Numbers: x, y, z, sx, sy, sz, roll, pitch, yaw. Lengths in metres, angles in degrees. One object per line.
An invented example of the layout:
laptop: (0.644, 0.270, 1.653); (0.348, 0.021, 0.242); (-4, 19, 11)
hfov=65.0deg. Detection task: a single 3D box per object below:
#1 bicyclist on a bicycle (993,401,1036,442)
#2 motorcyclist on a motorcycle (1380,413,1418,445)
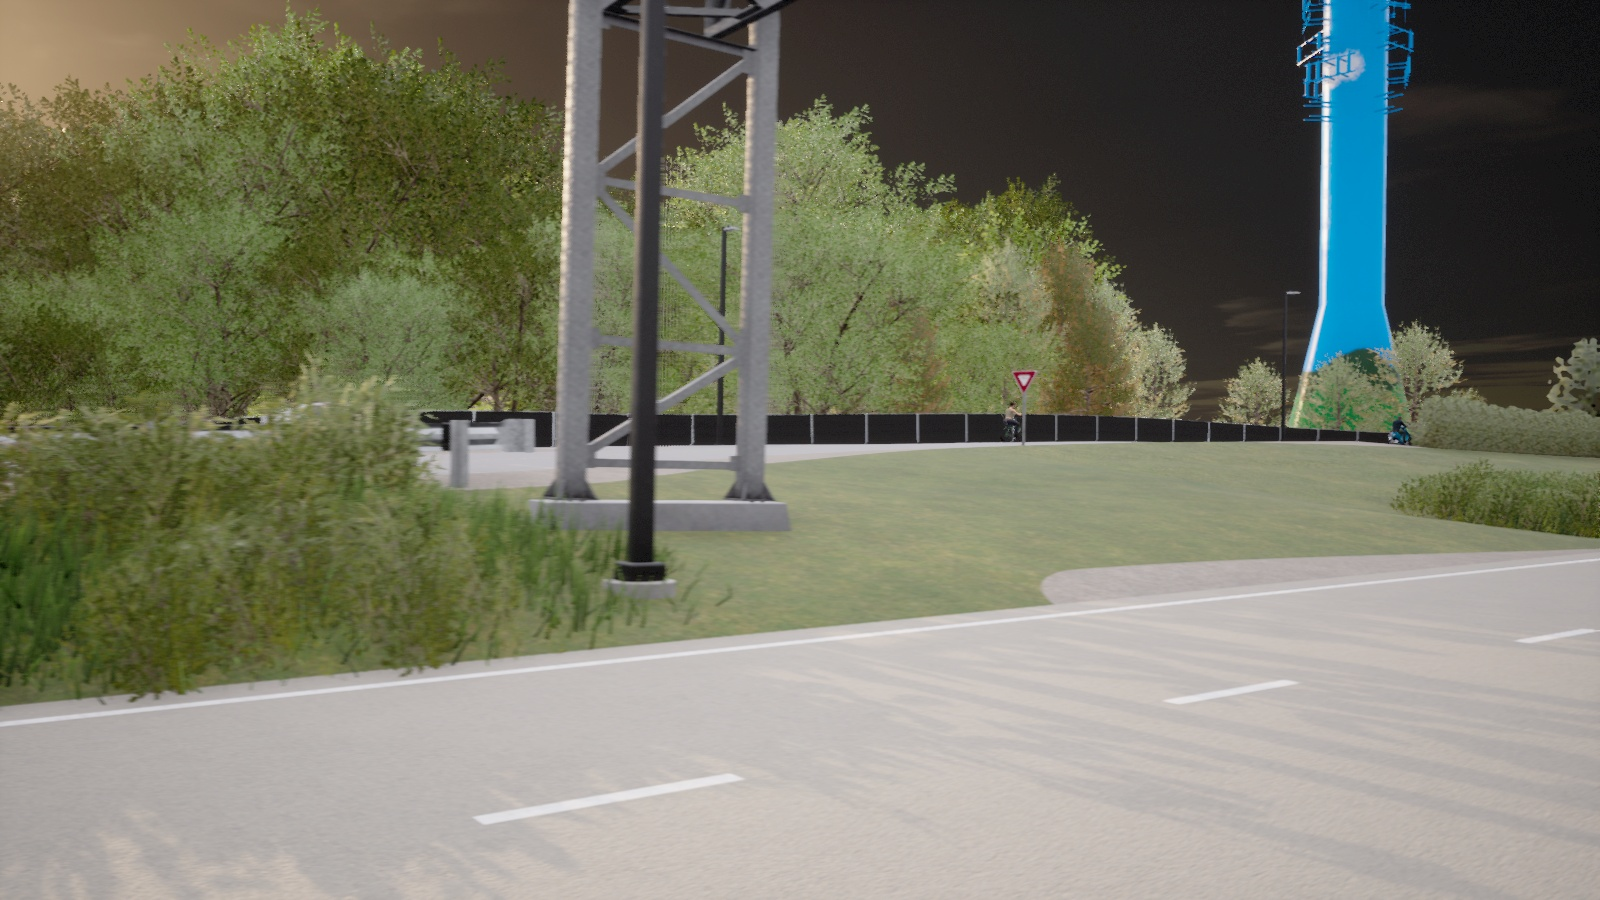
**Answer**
bicyclist on a bicycle: (8.498, -1.128, 49.784); (1.509, 1.612, 0.866); (-1, 1, -36)
motorcyclist on a motorcycle: (30.961, -1.078, 64.888); (1.817, 1.590, 0.866); (3, -1, -32)
